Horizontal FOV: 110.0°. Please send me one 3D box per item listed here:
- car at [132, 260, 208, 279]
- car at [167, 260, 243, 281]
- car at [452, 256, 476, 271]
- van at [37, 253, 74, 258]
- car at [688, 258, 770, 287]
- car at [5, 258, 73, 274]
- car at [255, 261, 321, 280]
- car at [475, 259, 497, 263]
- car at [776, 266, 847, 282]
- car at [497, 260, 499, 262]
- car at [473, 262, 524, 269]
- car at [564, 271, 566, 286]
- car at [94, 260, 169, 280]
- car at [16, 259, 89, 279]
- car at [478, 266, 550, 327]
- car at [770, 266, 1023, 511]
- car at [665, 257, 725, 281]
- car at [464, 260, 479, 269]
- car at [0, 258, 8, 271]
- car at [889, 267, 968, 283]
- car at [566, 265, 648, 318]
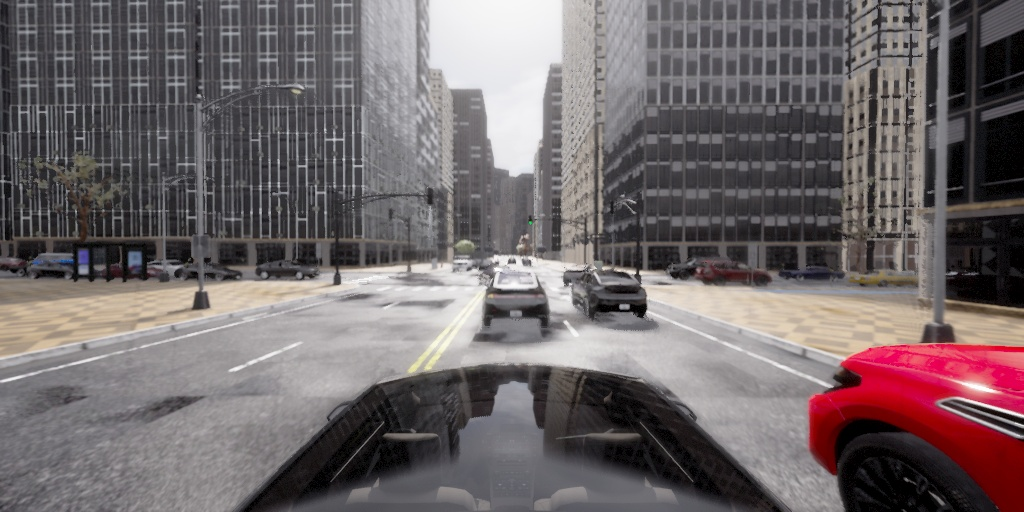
[{"bbox_3d":[-28.365,1.063,29.804,4.674,1.442,1.812,1,1,1],"label":"car"},{"bbox_3d":[-22.734,1.196,26.982,4.313,1.339,1.948,0,0,1],"label":"car"},{"bbox_3d":[-6.595,0.975,48.101,2.150,2.045,5.566,0,0,0],"label":"car"},{"bbox_3d":[-45.291,0.635,35.946,3.998,1.789,1.690,0,0,1],"label":"van"},{"bbox_3d":[16.191,1.291,26.459,5.009,1.841,2.192,0,0,1],"label":"car"},{"bbox_3d":[-38.587,1.046,30.017,4.718,1.301,1.895,1,1,1],"label":"car"},{"bbox_3d":[-18.411,1.133,29.585,4.892,1.490,1.837,1,1,2],"label":"car"},{"bbox_3d":[-3.345,1.232,47.650,1.882,1.535,5.008,0,0,0],"label":"car"},{"bbox_3d":[26.656,1.580,32.060,4.718,1.301,1.895,0,1,1],"label":"car"},{"bbox_3d":[-3.338,1.315,57.236,1.994,1.385,4.181,0,0,0],"label":"car"},{"bbox_3d":[-0.982,1.373,24.702,2.033,1.411,5.357,1,-1,-17],"label":"car"},{"bbox_3d":[5.130,1.355,25.710,2.128,1.511,4.902,0,-1,25],"label":"car"},{"bbox_3d":[-28.418,1.161,27.115,4.207,1.307,1.802,0,0,1],"label":"car"},{"bbox_3d":[-34.099,1.092,27.287,4.313,1.339,1.948,0,0,1],"label":"car"},{"bbox_3d":[0.100,1.245,11.501,2.128,1.511,4.902,0,0,0],"label":"car"},{"bbox_3d":[3.352,0.972,0.355,2.150,2.045,5.566,0,0,0],"label":"car"},{"bbox_3d":[16.841,1.115,32.212,5.566,2.045,2.150,1,1,1],"label":"car"},{"bbox_3d":[-6.573,1.314,58.141,1.994,1.385,4.181,0,0,0],"label":"car"},{"bbox_3d":[-50.974,0.823,36.061,4.207,1.307,1.802,0,0,1],"label":"car"},{"bbox_3d":[36.906,1.669,31.876,4.718,1.301,1.895,0,1,1],"label":"car"},{"bbox_3d":[3.349,1.258,13.095,1.837,1.490,4.892,0,0,0],"label":"car"}]
